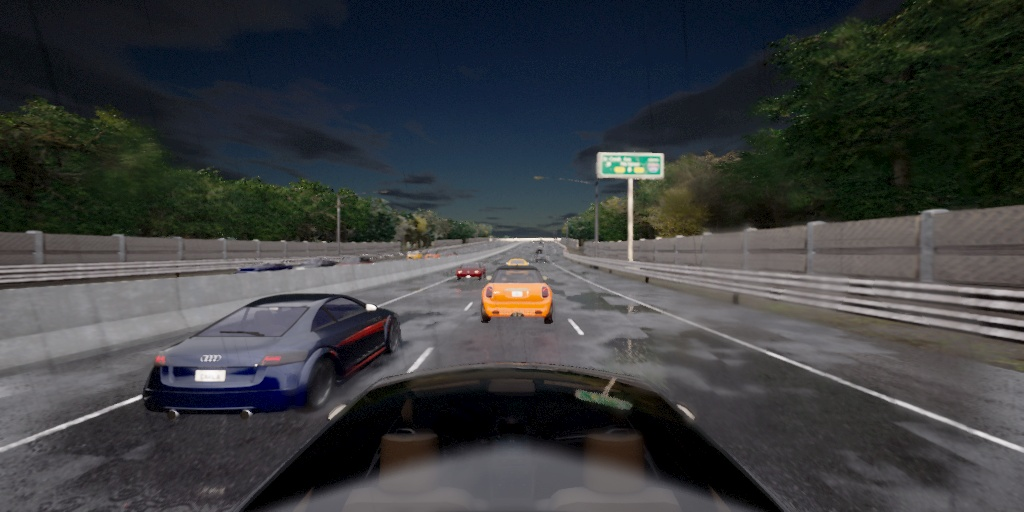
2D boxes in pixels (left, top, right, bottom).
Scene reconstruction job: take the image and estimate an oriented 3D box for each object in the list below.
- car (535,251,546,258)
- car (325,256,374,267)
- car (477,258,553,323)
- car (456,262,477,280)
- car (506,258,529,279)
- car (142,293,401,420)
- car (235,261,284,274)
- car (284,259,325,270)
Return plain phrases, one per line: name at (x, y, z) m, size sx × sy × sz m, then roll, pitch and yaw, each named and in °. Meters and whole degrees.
car at (5.102, 0.296, 63.369) m, size 2.033 × 1.411 × 5.357 m, roll 0°, pitch 2°, yaw 3°
car at (-13.710, 0.861, 31.117) m, size 2.097 × 1.767 × 4.553 m, roll 0°, pitch 1°, yaw 2°
car at (0.162, 1.072, 12.181) m, size 2.097 × 1.767 × 4.553 m, roll 0°, pitch 0°, yaw 0°
car at (-3.088, 1.159, 28.117) m, size 1.895 × 1.301 × 4.718 m, roll 0°, pitch 1°, yaw 1°
car at (0.487, 0.991, 31.064) m, size 1.882 × 1.535 × 5.008 m, roll 0°, pitch 1°, yaw 1°
car at (-3.379, 1.308, 6.031) m, size 1.994 × 1.385 × 4.181 m, roll 0°, pitch 0°, yaw 0°
car at (-20.736, 1.120, 30.352) m, size 1.895 × 1.301 × 4.718 m, roll 0°, pitch 1°, yaw 1°
car at (-17.199, 0.993, 31.588) m, size 2.128 × 1.511 × 4.902 m, roll 0°, pitch 1°, yaw 2°
